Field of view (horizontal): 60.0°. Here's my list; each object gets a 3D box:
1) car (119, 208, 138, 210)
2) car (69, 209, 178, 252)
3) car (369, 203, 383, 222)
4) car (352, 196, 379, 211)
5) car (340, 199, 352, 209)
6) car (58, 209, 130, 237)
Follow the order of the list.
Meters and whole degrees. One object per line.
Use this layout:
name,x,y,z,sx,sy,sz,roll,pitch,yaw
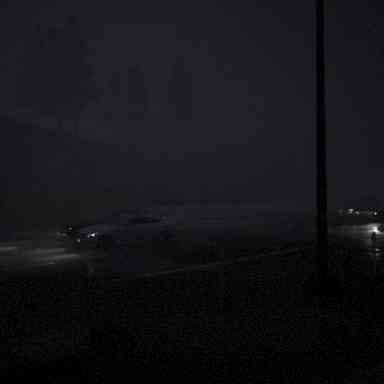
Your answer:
car,-4.312,1.822,22.696,5.357,1.411,2.033,0,-1,-39
car,-2.781,1.708,15.055,4.674,1.442,1.812,0,-1,-37
car,16.462,1.787,27.128,4.718,1.301,1.895,0,-1,-45
car,24.805,1.565,46.837,2.150,2.045,5.566,-1,-1,39
car,24.921,1.917,52.674,1.837,1.490,4.892,-1,-1,38
car,-4.642,1.827,18.015,4.718,1.301,1.895,0,-1,-37
